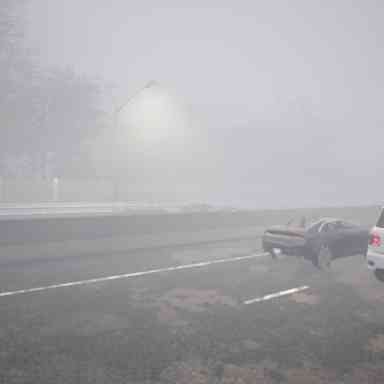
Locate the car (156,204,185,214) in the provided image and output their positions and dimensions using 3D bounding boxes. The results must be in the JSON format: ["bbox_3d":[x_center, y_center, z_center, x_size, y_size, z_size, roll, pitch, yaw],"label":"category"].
[{"bbox_3d":[0.019,1.596,25.534,4.892,1.490,1.837,0,0,-36],"label":"car"}]

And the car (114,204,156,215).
[{"bbox_3d":[-3.885,1.683,27.043,4.718,1.301,1.895,0,0,-36],"label":"car"}]

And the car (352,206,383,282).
[{"bbox_3d":[6.727,1.274,8.574,5.566,2.045,2.150,0,0,-36],"label":"car"}]

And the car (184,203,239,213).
[{"bbox_3d":[1.916,1.651,22.587,4.181,1.385,1.994,0,0,-36],"label":"car"}]

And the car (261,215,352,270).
[{"bbox_3d":[4.493,1.546,11.271,4.902,1.511,2.128,0,0,-36],"label":"car"}]
